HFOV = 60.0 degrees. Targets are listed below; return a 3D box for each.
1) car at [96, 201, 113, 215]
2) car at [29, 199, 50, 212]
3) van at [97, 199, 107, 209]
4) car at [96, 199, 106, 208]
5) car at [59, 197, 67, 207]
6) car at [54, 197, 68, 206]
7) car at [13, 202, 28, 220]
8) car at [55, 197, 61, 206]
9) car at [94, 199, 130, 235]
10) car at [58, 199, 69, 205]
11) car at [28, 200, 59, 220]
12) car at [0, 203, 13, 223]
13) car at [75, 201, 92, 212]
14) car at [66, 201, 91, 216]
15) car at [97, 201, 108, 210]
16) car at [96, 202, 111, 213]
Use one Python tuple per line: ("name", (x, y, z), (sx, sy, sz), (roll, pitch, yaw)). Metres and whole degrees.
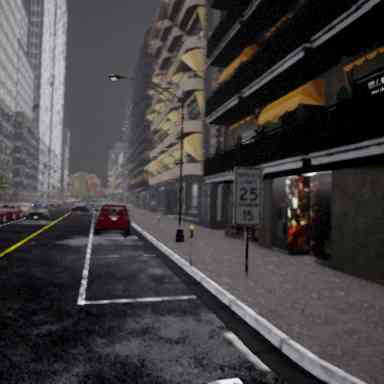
("car", (-11.178, 2.002, 42.272), (1.967, 1.590, 4.097), (3, -2, -16))
("car", (-20.787, 1.778, 45.398), (1.967, 1.590, 4.097), (3, -2, -16))
("van", (-17.411, 2.195, 64.025), (1.690, 1.788, 3.998), (3, -2, -16))
("car", (-18.976, 2.367, 69.460), (1.967, 1.590, 4.097), (3, -2, -16))
("car", (-27.030, 2.180, 67.146), (2.008, 1.369, 4.403), (3, -2, -16))
("car", (-28.579, 2.018, 72.589), (2.192, 1.841, 5.009), (3, -2, -16))
("car", (-16.113, 1.663, 29.082), (1.887, 1.381, 4.507), (3, -2, -16))
("car", (-23.911, 2.028, 56.271), (1.887, 1.381, 4.507), (3, -2, -16))
("car", (-4.934, 1.586, 20.524), (2.192, 1.841, 5.009), (3, -2, -16))
("car", (-30.150, 2.341, 78.020), (1.947, 1.339, 4.313), (3, -2, -16))
("car", (-13.799, 1.767, 30.409), (2.033, 1.411, 5.357), (2, -1, -16))
("car", (-14.553, 1.591, 23.645), (1.887, 1.381, 4.507), (3, -2, -16))
("car", (-15.644, 2.101, 48.050), (2.033, 1.411, 5.357), (2, -1, -16))
("car", (-12.622, 1.908, 37.671), (2.128, 1.511, 4.902), (2, -1, -16))
("car", (-15.907, 2.308, 58.746), (1.752, 1.417, 4.829), (3, -2, -16))
("car", (-12.743, 2.201, 47.706), (1.947, 1.339, 4.313), (3, -2, -16))
